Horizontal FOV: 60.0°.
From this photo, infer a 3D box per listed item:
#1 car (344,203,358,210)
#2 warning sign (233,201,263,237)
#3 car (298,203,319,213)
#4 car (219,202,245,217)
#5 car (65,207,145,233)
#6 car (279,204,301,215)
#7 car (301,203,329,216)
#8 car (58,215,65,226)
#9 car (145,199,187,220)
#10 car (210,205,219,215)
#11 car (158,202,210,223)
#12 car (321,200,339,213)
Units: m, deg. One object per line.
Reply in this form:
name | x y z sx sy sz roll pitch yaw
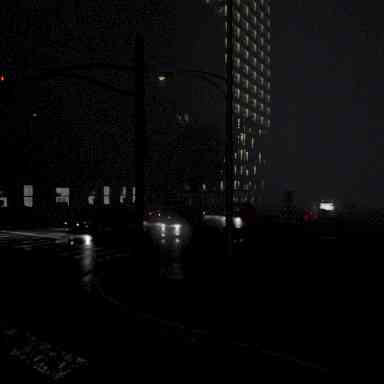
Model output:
car | 31.480 2.837 65.732 1.812 1.442 4.674 0 -1 33
warning sign | 3.109 1.454 18.570 1.300 1.860 1.060 1 1 33
car | 19.164 2.576 54.737 2.033 1.411 5.357 0 -1 33
car | 5.592 2.025 39.862 2.097 1.767 4.553 0 -1 33
car | -5.681 1.805 22.413 1.837 1.490 4.892 0 -1 33
car | 13.630 2.395 46.075 2.033 1.411 5.357 0 -1 33
car | 16.496 2.456 44.519 1.895 1.301 4.718 0 -1 33
car | -7.697 1.921 25.279 1.895 1.301 4.718 0 -1 33
car | -2.400 1.717 33.489 2.150 2.045 5.566 0 -1 33
car | 3.740 2.299 42.988 1.895 1.301 4.718 0 -1 33
car | -0.623 1.972 30.248 1.837 1.490 4.892 0 -1 33
car | 21.914 2.254 53.003 2.150 2.045 5.566 0 -1 33
